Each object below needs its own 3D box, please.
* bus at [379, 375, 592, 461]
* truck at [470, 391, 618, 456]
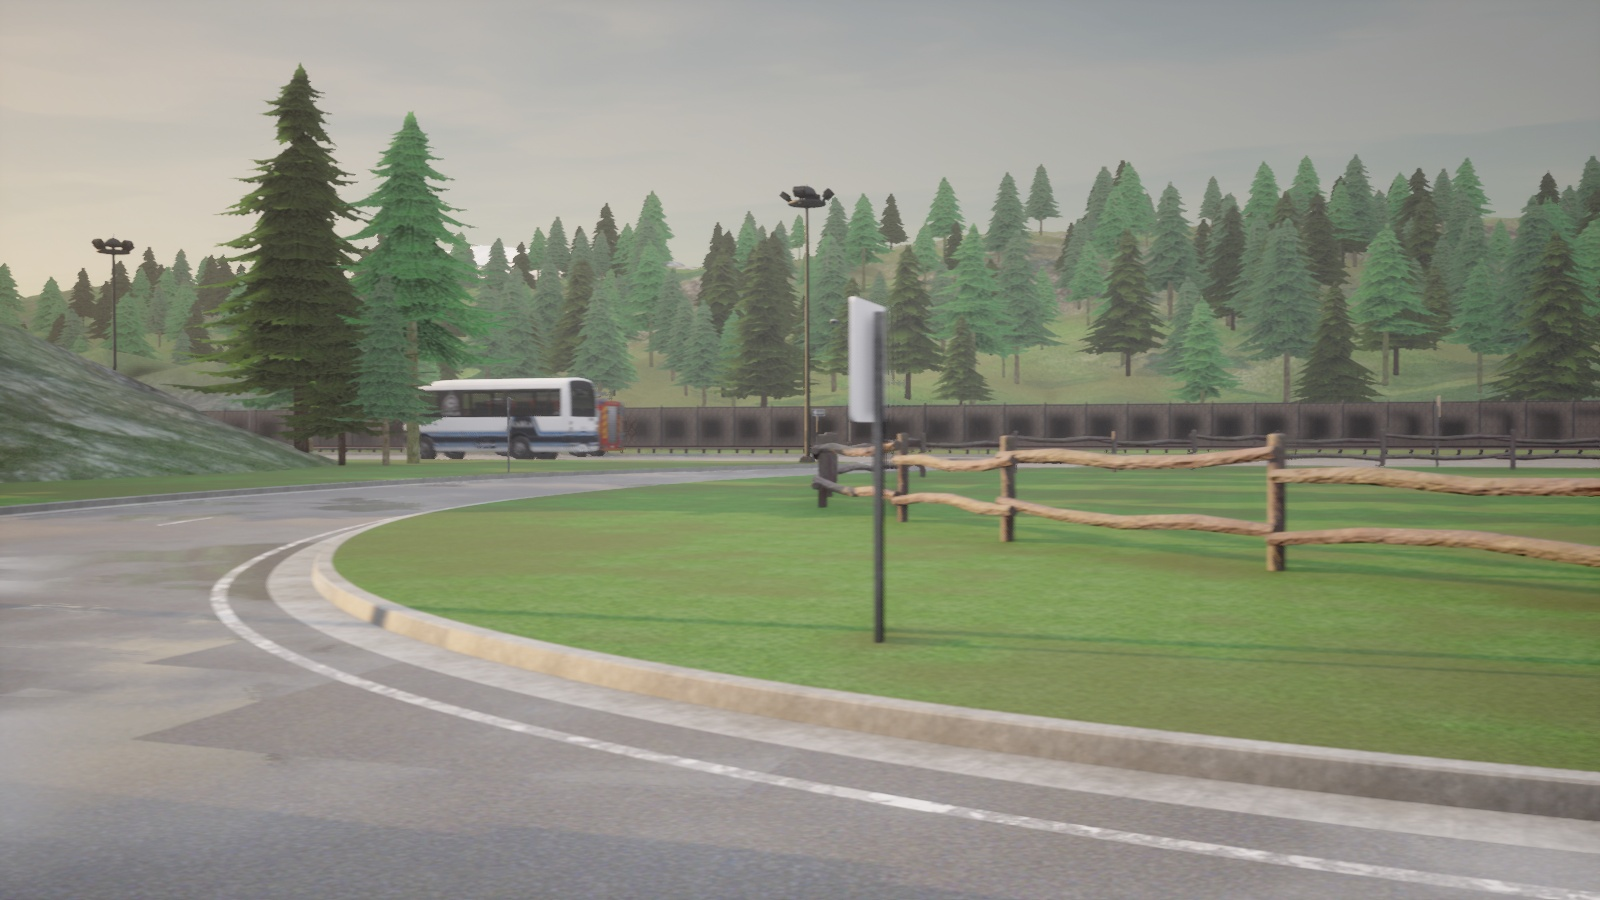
[{"bbox_3d":[-16.374,-1.659,65.422,10.273,4.253,3.944,1,1,18],"label":"bus"},{"bbox_3d":[-15.536,-1.617,76.211,8.468,3.827,2.891,1,1,18],"label":"truck"}]
